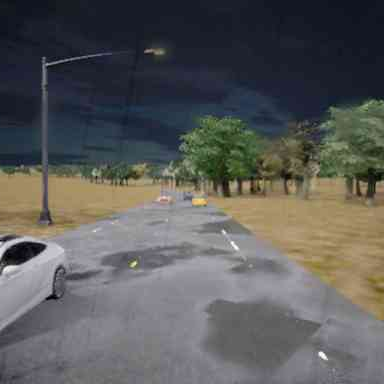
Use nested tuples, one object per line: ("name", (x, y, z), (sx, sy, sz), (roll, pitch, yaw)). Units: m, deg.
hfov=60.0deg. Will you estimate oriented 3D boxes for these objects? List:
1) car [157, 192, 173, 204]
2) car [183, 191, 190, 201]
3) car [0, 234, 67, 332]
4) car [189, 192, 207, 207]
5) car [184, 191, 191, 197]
("car", (-3.985, 0.870, 49.147), (2.097, 1.767, 4.553), (0, 1, -1))
("car", (-0.635, 0.889, 61.675), (2.033, 1.411, 5.357), (0, 1, -1))
("car", (-3.610, 1.502, 5.561), (1.812, 1.442, 4.674), (0, 0, 0))
("car", (0.910, 1.050, 43.079), (1.801, 1.575, 5.366), (0, 1, -1))
("car", (-1.130, 0.411, 82.179), (1.812, 1.442, 4.674), (0, 1, -2))
